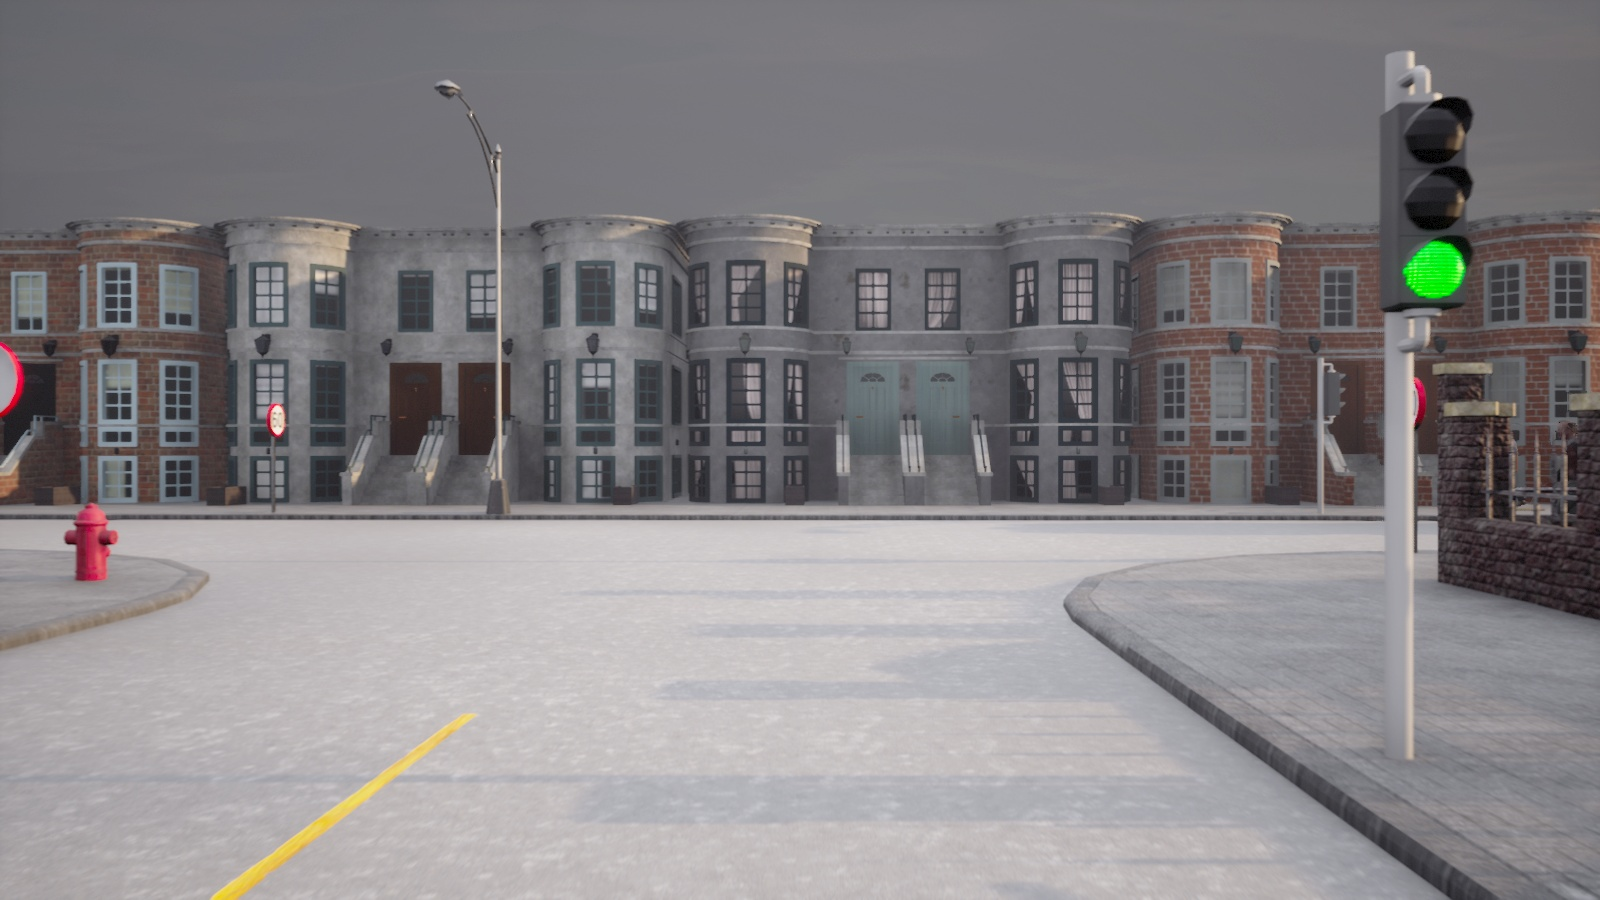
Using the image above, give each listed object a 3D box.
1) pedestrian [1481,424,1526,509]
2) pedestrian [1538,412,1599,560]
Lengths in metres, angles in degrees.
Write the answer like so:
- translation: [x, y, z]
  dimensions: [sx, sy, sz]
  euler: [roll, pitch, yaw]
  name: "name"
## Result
- translation: [15.364, 0.357, 27.437]
  dimensions: [0.694, 1.848, 0.540]
  euler: [0, 0, 1]
  name: "pedestrian"
- translation: [9.890, 0.451, 16.056]
  dimensions: [0.720, 1.854, 0.376]
  euler: [0, 0, 19]
  name: "pedestrian"
